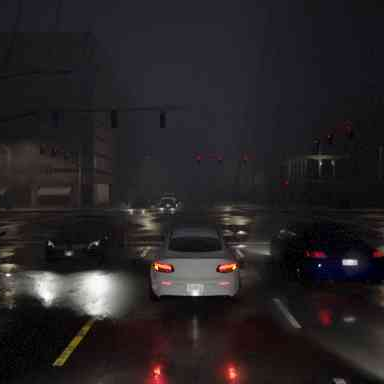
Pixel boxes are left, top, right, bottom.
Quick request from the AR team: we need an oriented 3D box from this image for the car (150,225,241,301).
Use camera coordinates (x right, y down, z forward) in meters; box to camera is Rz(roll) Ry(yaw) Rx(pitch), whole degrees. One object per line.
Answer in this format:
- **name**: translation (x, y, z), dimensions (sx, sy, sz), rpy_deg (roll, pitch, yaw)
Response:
- **car**: translation (0.075, 1.526, 8.171), dimensions (1.812, 1.442, 4.674), rpy_deg (0, 0, 0)

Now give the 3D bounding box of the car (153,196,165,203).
- **car**: translation (-6.958, 1.552, 70.650), dimensions (1.994, 1.385, 4.181), rpy_deg (0, 0, 0)

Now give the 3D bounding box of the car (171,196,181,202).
- **car**: translation (-3.456, 1.551, 73.761), dimensions (1.994, 1.385, 4.181), rpy_deg (0, 0, 0)

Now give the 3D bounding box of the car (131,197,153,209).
- **car**: translation (-7.095, 1.477, 46.105), dimensions (1.882, 1.535, 5.008), rpy_deg (0, 0, 1)

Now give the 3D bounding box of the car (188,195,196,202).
- **car**: translation (0.047, 1.517, 77.881), dimensions (2.128, 1.511, 4.902), rpy_deg (0, 0, 0)

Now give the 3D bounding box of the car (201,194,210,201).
- **car**: translation (3.552, 1.314, 86.961), dimensions (2.097, 1.767, 4.553), rpy_deg (0, 0, 0)

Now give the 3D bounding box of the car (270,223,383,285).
- **car**: translation (3.584, 1.564, 9.538), dimensions (1.994, 1.385, 4.181), rpy_deg (0, 0, 0)

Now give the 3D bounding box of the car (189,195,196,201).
- **car**: translation (0.052, 1.492, 87.208), dimensions (1.812, 1.442, 4.674), rpy_deg (0, 0, 0)

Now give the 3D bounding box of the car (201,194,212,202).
- **car**: translation (3.547, 1.545, 78.436), dimensions (1.994, 1.385, 4.181), rpy_deg (0, 0, 0)

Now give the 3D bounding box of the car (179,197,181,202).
- **car**: translation (-3.528, 1.477, 61.777), dimensions (1.882, 1.535, 5.008), rpy_deg (0, 0, 0)

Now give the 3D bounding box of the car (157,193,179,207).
- **car**: translation (-3.557, 1.221, 50.588), dimensions (2.150, 2.045, 5.566), rpy_deg (0, 0, 0)

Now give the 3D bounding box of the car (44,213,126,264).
- **car**: translation (-3.590, 1.526, 12.016), dimensions (1.812, 1.442, 4.674), rpy_deg (0, 0, 0)

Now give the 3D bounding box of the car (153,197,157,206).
- **car**: translation (-7.051, 1.547, 56.526), dimensions (2.033, 1.411, 5.357), rpy_deg (0, 0, 0)
